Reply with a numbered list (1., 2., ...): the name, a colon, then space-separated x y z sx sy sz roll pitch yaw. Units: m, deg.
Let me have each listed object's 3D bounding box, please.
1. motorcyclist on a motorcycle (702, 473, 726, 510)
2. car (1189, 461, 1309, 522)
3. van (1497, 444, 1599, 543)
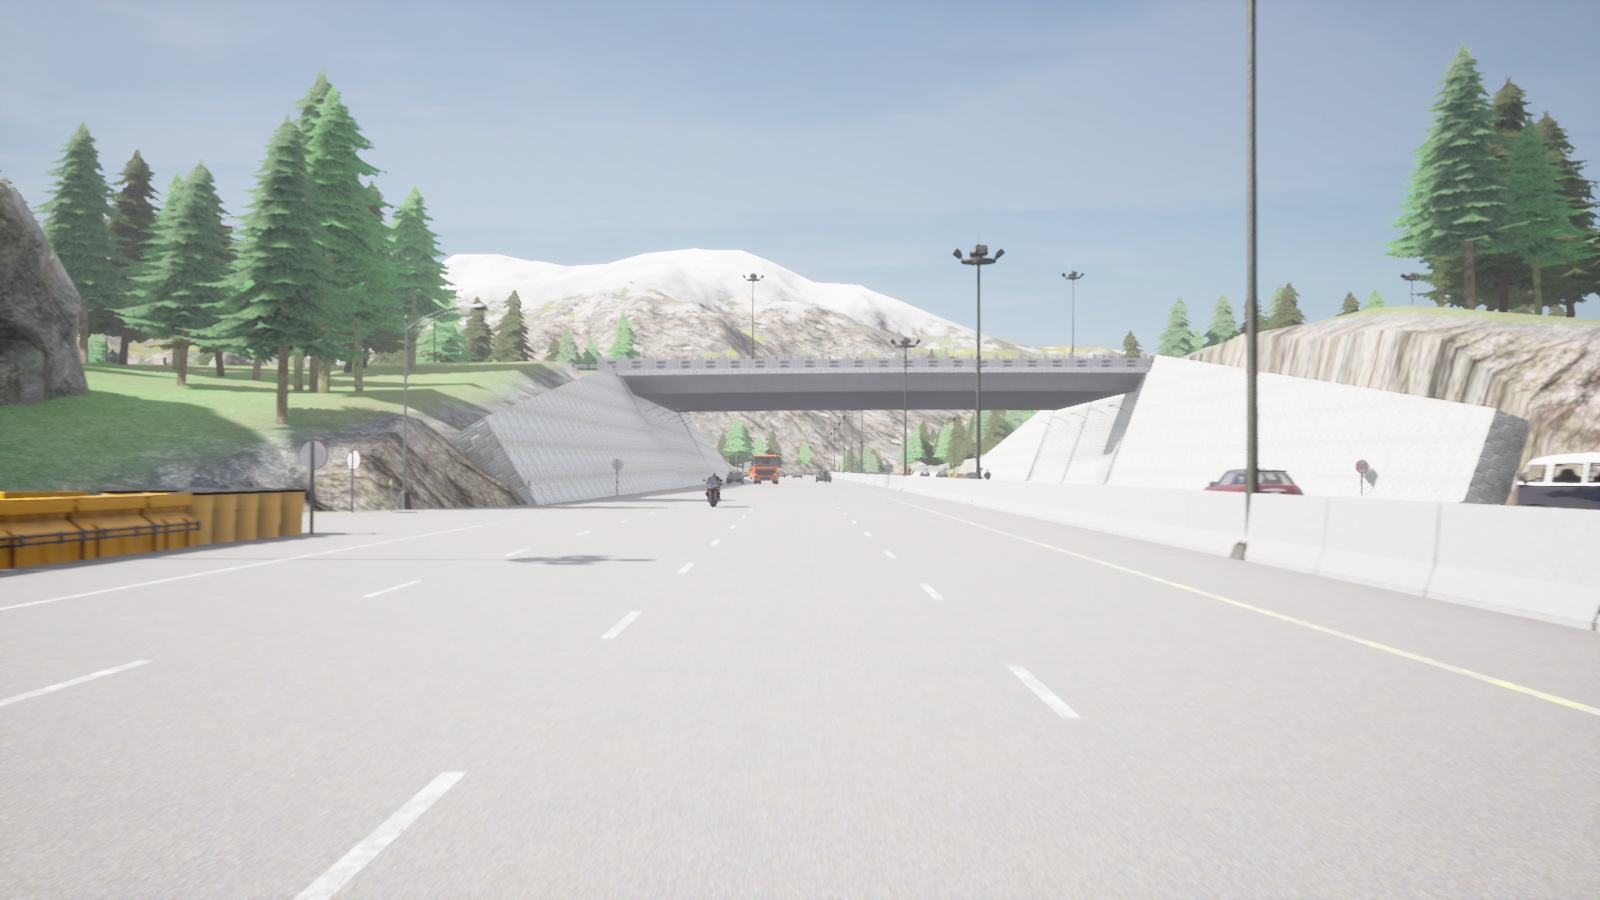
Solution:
1. motorcyclist on a motorcycle: -3.628 1.730 53.092 0.866 1.530 2.191 0 -1 0
2. car: 13.905 1.256 39.207 2.097 1.767 4.553 0 -1 0
3. van: 17.433 0.913 27.259 2.069 2.038 4.480 0 -1 0
